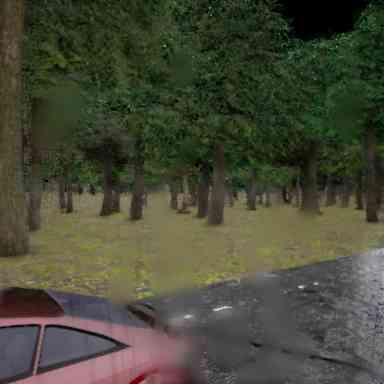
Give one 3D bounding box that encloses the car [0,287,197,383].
[{"bbox_3d":[-1.988,1.573,2.547,4.181,1.385,1.994,0,0,-36],"label":"car"}]
